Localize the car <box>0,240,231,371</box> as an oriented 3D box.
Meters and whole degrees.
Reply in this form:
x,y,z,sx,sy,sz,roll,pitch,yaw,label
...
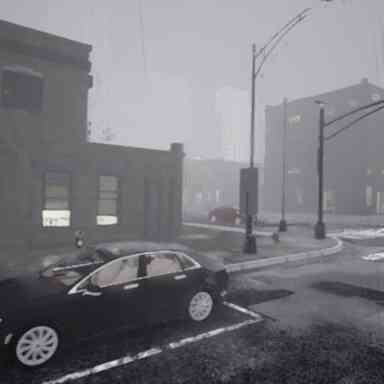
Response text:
x,y,z,sx,sy,sz,roll,pitch,yaw,label
-1.319,1.565,5.606,4.403,1.369,2.008,0,1,-36,car

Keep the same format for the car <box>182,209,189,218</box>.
x,y,z,sx,sy,sz,roll,pitch,yaw,label
-2.009,1.845,32.928,1.802,1.307,4.206,1,-1,-35,car

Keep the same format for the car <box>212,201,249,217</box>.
x,y,z,sx,sy,sz,roll,pitch,yaw,label
4.432,1.934,38.790,1.967,1.590,4.097,1,-1,-35,car

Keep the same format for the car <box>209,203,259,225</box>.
x,y,z,sx,sy,sz,roll,pitch,yaw,label
3.161,1.731,25.560,1.887,1.381,4.507,1,-1,-35,car
